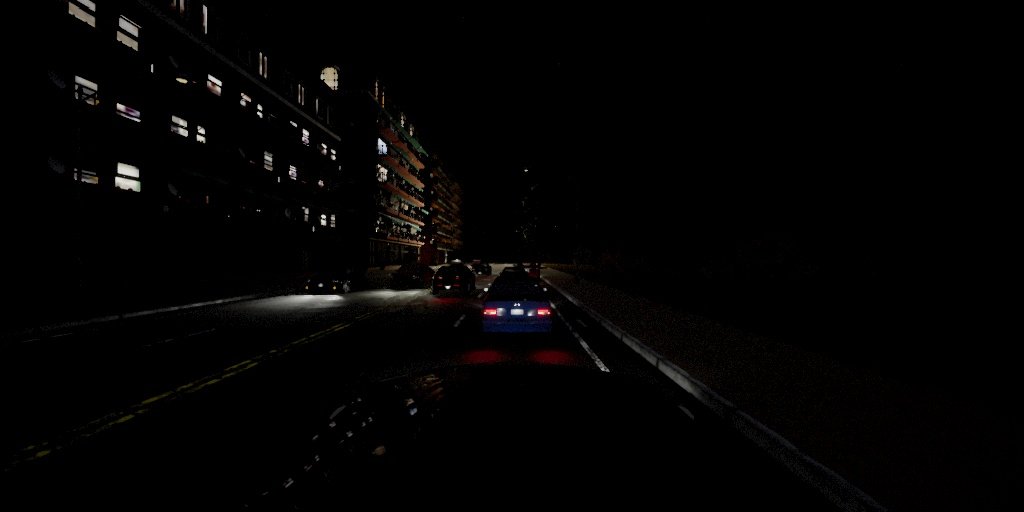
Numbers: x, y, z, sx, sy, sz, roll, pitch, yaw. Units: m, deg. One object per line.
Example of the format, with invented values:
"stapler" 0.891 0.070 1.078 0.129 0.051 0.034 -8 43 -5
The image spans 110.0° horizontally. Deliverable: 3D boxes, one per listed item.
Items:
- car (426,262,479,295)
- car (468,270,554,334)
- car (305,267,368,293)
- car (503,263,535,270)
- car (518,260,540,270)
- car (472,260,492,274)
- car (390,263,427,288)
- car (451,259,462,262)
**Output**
"car" -3.132 1.257 19.950 1.837 1.490 4.892 0 0 0
"car" 0.110 1.299 10.534 2.033 1.411 5.357 0 0 0
"car" -9.832 1.317 20.405 1.994 1.385 4.181 0 0 0
"car" 0.113 1.317 20.867 1.994 1.385 4.181 0 0 1
"car" 1.167 1.105 29.802 2.097 1.767 4.553 0 0 0
"car" -3.114 1.355 37.240 1.895 1.301 4.718 0 0 0
"car" -6.578 1.231 23.946 1.882 1.535 5.008 0 0 0
"car" -9.744 1.299 62.906 2.033 1.411 5.357 0 0 1
